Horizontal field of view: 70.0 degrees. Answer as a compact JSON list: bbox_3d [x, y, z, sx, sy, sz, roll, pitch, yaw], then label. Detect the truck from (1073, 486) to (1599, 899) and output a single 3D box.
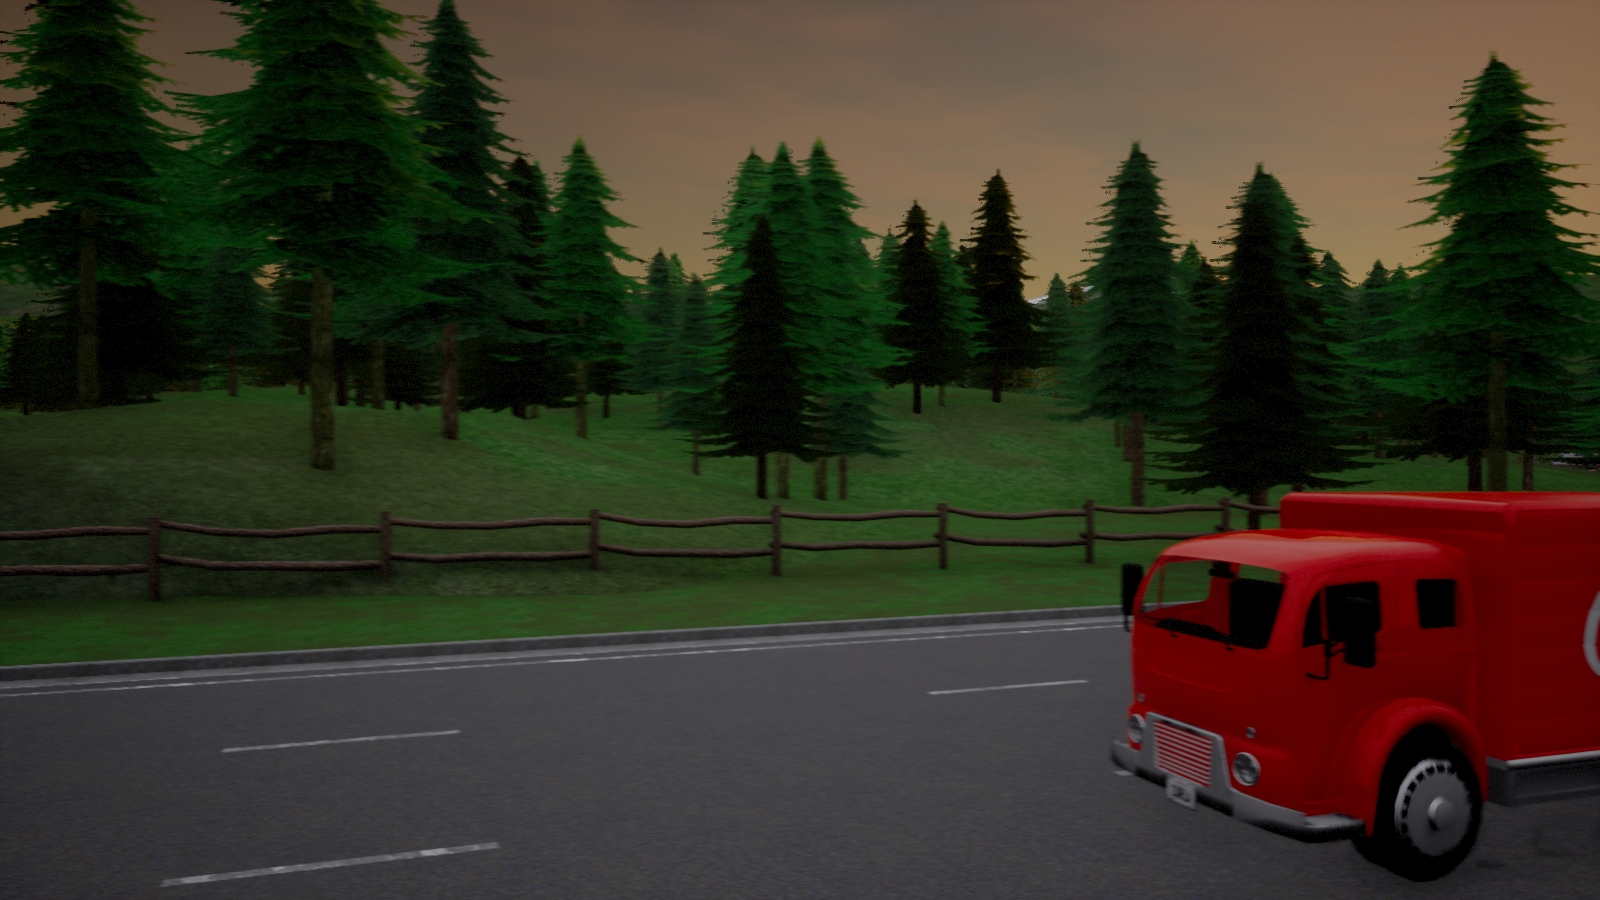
[{"bbox_3d":[5.103,1.571,8.879,5.204,2.467,2.627,0,0,-20],"label":"truck"}]
